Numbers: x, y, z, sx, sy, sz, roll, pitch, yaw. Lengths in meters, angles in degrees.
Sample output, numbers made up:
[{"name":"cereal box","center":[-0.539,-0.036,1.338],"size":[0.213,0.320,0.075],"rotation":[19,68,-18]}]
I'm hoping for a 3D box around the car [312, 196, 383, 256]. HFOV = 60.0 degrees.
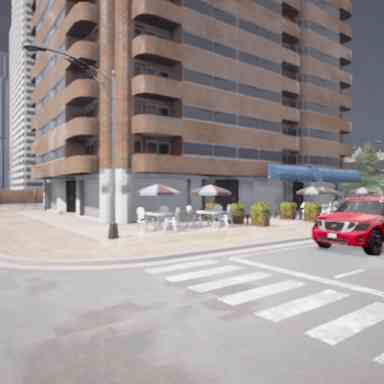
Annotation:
[{"name":"car","center":[7.229,1.199,13.421],"size":[5.566,2.045,2.150],"rotation":[0,0,-35]}]
